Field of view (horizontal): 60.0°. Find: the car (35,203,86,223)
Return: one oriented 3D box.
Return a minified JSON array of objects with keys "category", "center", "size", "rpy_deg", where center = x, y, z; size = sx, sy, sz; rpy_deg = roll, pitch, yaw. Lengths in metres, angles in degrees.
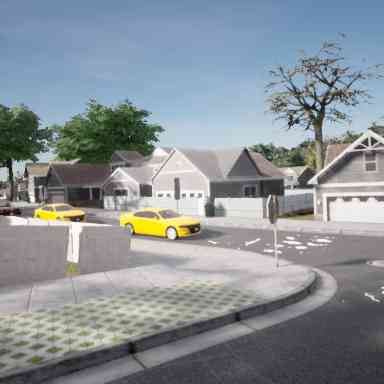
[{"category":"car","center":[-9.773,1.620,24.569],"size":[5.008,1.535,1.882],"rpy_deg":[0,3,41]}]

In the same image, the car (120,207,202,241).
[{"category":"car","center":[-1.792,1.622,18.299],"size":[5.008,1.535,1.882],"rpy_deg":[0,3,36]}]

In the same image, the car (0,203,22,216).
[{"category":"car","center":[-18.189,1.712,32.267],"size":[4.718,1.301,1.895],"rpy_deg":[0,3,45]}]
